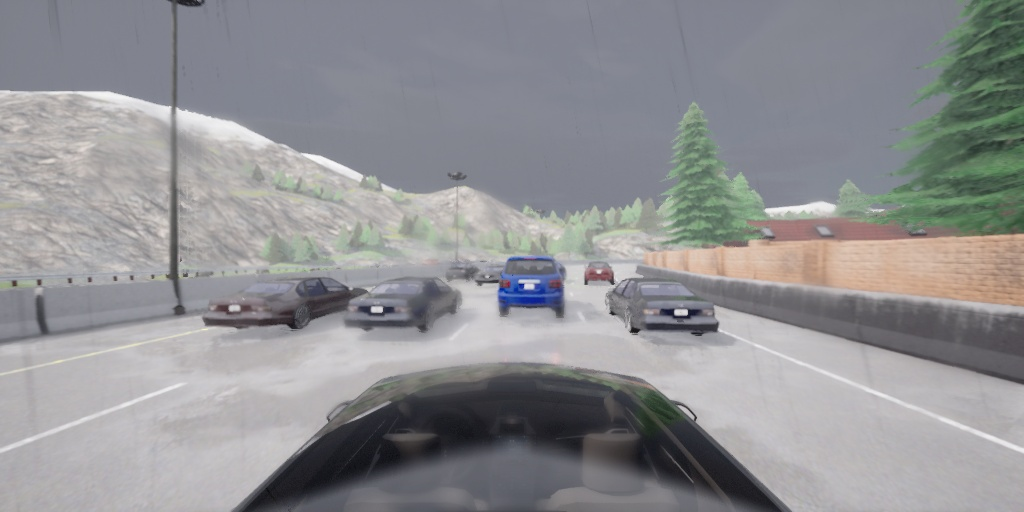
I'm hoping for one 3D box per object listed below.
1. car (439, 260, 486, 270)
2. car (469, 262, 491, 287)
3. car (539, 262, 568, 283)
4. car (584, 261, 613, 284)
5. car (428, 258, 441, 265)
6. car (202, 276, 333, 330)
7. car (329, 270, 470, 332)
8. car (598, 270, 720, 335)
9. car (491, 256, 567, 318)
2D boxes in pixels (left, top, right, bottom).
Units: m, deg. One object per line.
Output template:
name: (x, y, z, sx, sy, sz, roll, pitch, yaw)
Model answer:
car: (-3.769, 1.301, 29.170, 2.128, 1.511, 4.902, 0, 0, 12)
car: (-1.072, 1.347, 25.008, 2.033, 1.411, 5.357, 0, 0, 11)
car: (3.483, 1.287, 29.626, 1.882, 1.535, 5.008, 0, 0, 12)
car: (6.568, 1.156, 27.315, 2.097, 1.767, 4.553, 0, 0, 12)
car: (-11.901, 1.427, 62.921, 2.033, 1.411, 5.357, 0, 0, 22)
car: (-6.446, 1.317, 11.150, 2.033, 1.411, 5.357, 0, 0, 6)
car: (-2.950, 1.317, 10.971, 2.033, 1.411, 5.357, 0, 0, 6)
car: (4.040, 1.317, 10.556, 2.033, 1.411, 5.357, 0, 0, 6)
car: (0.832, 0.999, 13.422, 2.150, 2.045, 5.566, 0, 0, 6)
